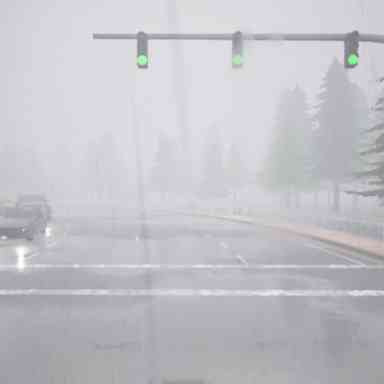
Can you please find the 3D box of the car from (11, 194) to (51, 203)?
[{"bbox_3d":[-12.353,1.160,25.678,2.150,2.045,5.566,0,0,-32],"label":"car"}]

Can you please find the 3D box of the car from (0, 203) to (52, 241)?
[{"bbox_3d":[-8.383,1.493,16.294,2.033,1.411,5.357,0,0,-14],"label":"car"}]

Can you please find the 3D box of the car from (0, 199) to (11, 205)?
[{"bbox_3d":[-18.964,1.411,33.558,5.008,1.535,1.882,0,0,41],"label":"car"}]
